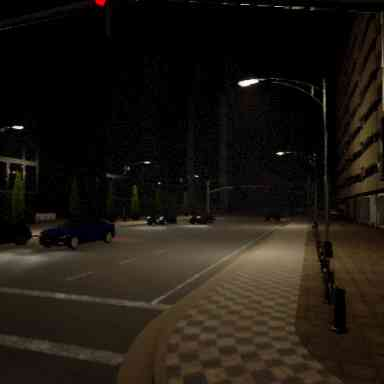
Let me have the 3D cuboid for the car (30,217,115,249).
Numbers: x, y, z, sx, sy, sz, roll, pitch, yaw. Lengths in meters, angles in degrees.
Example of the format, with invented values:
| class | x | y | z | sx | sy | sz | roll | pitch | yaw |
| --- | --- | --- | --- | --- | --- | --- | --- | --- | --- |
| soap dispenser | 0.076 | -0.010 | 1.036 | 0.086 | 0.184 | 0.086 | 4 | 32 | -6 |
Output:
| class | x | y | z | sx | sy | sz | roll | pitch | yaw |
| --- | --- | --- | --- | --- | --- | --- | --- | --- | --- |
| car | -6.315 | 2.234 | 18.854 | 1.882 | 1.535 | 5.008 | -1 | -2 | 20 |

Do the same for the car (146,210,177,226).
| class | x | y | z | sx | sy | sz | roll | pitch | yaw |
| --- | --- | --- | --- | --- | --- | --- | --- | --- | --- |
| car | -3.362 | 2.900 | 37.584 | 2.097 | 1.767 | 4.553 | -1 | -3 | 20 |

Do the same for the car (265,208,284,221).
| class | x | y | z | sx | sy | sz | roll | pitch | yaw |
| --- | --- | --- | --- | --- | --- | --- | --- | --- | --- |
| car | 11.979 | 3.545 | 49.120 | 2.128 | 1.511 | 4.902 | -1 | -3 | 20 |

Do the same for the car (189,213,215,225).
| class | x | y | z | sx | sy | sz | roll | pitch | yaw |
| --- | --- | --- | --- | --- | --- | --- | --- | --- | --- |
| car | 1.298 | 3.213 | 40.219 | 2.033 | 1.411 | 5.357 | -1 | -3 | 20 |

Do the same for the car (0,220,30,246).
| class | x | y | z | sx | sy | sz | roll | pitch | yaw |
| --- | --- | --- | --- | --- | --- | --- | --- | --- | --- |
| car | -10.556 | 2.211 | 17.315 | 1.812 | 1.442 | 4.674 | -1 | -3 | 19 |
